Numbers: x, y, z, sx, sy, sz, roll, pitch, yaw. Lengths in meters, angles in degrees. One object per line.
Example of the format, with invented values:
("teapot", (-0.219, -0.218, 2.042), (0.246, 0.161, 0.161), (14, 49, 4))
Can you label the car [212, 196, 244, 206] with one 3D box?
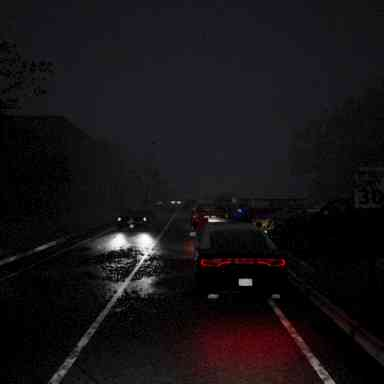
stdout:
("car", (5.615, 1.382, 52.468), (4.892, 1.521, 2.231), (0, 0, 0))

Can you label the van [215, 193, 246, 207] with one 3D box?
("van", (5.745, 1.175, 49.663), (4.442, 1.987, 1.878), (0, 0, 0))

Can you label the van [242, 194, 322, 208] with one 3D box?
("van", (5.817, 1.275, 21.623), (4.442, 1.987, 1.878), (0, 0, 0))

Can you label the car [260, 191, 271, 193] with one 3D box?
("car", (18.579, 0.867, 89.306), (5.566, 2.045, 2.435), (0, 0, 0))

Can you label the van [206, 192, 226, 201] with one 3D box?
("van", (5.448, 0.994, 74.892), (4.442, 1.987, 1.878), (0, 0, 0))

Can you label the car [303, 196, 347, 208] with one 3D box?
("car", (18.900, 1.415, 47.431), (5.366, 1.575, 1.946), (0, 0, 0))

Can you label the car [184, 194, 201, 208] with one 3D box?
("car", (-0.036, 1.408, 45.969), (1.882, 1.535, 5.008), (0, 0, 0))

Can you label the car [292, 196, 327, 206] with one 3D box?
("car", (18.671, 1.408, 52.982), (4.792, 1.488, 2.163), (0, 0, 0))

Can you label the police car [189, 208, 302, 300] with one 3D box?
("police car", (0.966, 1.432, 8.613), (1.930, 1.638, 5.238), (0, 0, 0))

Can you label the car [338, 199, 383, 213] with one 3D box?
("car", (18.771, 1.515, 36.328), (4.792, 1.488, 2.163), (0, 0, 0))

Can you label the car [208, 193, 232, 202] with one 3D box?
("car", (5.555, 1.155, 66.483), (4.553, 1.767, 2.185), (0, 0, 0))

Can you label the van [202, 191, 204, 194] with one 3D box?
("van", (5.419, 0.914, 86.105), (4.442, 1.987, 1.878), (0, 0, 0))

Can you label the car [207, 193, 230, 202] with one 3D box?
("car", (5.547, 1.135, 69.286), (4.553, 1.767, 2.185), (0, 0, 0))

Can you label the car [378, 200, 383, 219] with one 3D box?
("car", (18.758, 1.503, 27.996), (5.008, 1.535, 2.097), (0, 0, 0))

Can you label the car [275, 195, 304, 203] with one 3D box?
("car", (18.677, 1.300, 64.086), (4.892, 1.521, 2.231), (0, 0, 0))

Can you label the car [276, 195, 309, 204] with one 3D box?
("car", (18.494, 1.315, 61.308), (5.366, 1.575, 1.946), (0, 0, 0))

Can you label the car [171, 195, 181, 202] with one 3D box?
("car", (-3.331, 1.348, 69.397), (1.994, 1.385, 4.181), (0, 0, 0))

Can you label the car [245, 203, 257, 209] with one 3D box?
("car", (5.529, 1.493, 16.016), (5.366, 1.575, 1.946), (0, 0, 0))

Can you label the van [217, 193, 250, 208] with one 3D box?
("van", (5.752, 1.195, 46.860), (4.442, 1.987, 1.878), (0, 0, 0))

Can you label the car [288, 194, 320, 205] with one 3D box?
("car", (18.724, 1.233, 55.758), (4.553, 1.767, 2.185), (0, 0, 0))

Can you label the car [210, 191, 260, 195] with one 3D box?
("car", (5.615, 1.190, 44.056), (5.566, 2.045, 2.435), (0, 0, 0))

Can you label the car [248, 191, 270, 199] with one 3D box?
("car", (18.572, 0.848, 91.968), (5.566, 2.045, 2.435), (0, 0, 0))

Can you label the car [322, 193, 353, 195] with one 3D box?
("car", (18.707, 1.221, 39.101), (5.566, 2.045, 2.435), (0, 0, 0))

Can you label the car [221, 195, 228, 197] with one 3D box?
("car", (5.663, 1.475, 38.449), (4.892, 1.521, 2.231), (0, 0, 0))

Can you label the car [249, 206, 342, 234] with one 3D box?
("car", (5.710, 1.538, 18.820), (4.674, 1.452, 2.002), (0, 0, 0))

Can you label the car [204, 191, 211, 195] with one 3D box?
("car", (5.572, 1.069, 60.876), (5.566, 2.045, 2.435), (0, 0, 0))

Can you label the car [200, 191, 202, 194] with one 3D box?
("car", (5.707, 1.097, 91.713), (5.366, 1.575, 1.946), (0, 0, 0))

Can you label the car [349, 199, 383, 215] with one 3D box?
("car", (18.720, 1.527, 33.545), (4.792, 1.488, 2.163), (0, 0, 0))

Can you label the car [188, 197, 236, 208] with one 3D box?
("car", (0.954, 1.357, 18.485), (2.097, 1.767, 4.553), (0, 0, 0))

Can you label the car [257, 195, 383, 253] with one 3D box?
("car", (5.693, 1.243, 13.213), (5.566, 2.045, 2.435), (0, 0, 0))

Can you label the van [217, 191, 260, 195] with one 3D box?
("van", (5.767, 1.235, 41.256), (4.442, 1.987, 1.878), (0, 0, 0))

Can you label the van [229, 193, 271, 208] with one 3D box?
("van", (5.569, 1.277, 27.233), (4.442, 1.987, 1.878), (0, 0, 0))

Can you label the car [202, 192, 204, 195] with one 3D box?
("car", (5.552, 1.200, 77.697), (5.008, 1.535, 2.097), (0, 0, 0))

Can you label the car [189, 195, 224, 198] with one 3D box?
("car", (0.947, 1.350, 24.493), (2.097, 1.767, 4.553), (0, 0, 0))

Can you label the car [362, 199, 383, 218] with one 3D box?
("car", (18.941, 1.497, 30.773), (5.366, 1.575, 1.946), (0, 0, 0))

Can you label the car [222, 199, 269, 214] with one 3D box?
("car", (5.662, 1.527, 35.646), (4.674, 1.452, 2.002), (0, 0, 0))

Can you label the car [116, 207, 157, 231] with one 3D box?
("car", (-3.373, 1.605, 20.850), (1.895, 1.301, 4.718), (0, 0, 0))
